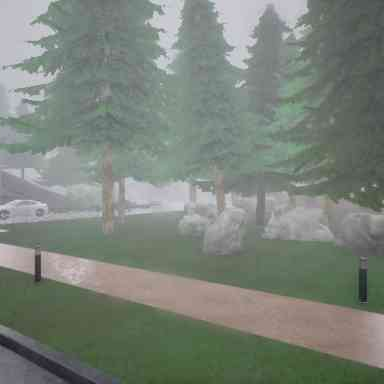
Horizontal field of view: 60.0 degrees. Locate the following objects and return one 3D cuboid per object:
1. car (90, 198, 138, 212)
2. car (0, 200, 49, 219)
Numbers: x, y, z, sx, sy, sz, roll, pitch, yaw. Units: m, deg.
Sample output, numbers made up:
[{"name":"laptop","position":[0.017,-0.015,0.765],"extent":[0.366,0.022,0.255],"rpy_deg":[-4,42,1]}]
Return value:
[{"name":"car","position":[-8.211,1.385,35.652],"extent":[2.033,1.411,5.357],"rpy_deg":[0,0,36]},{"name":"car","position":[-14.182,1.363,27.315],"extent":[1.812,1.442,4.674],"rpy_deg":[0,0,35]}]
